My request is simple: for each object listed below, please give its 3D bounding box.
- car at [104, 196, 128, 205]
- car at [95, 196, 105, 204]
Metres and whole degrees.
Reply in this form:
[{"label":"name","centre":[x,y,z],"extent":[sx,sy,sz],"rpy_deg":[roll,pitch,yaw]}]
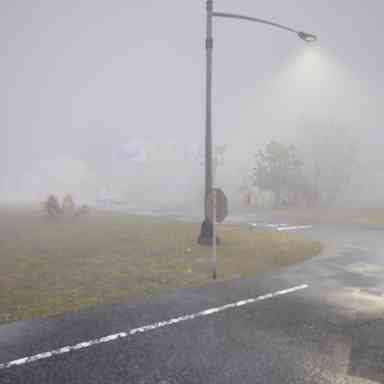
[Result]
[{"label":"car","centre":[-12.425,1.502,55.248],"extent":[1.895,1.301,4.718],"rpy_deg":[0,0,-33]},{"label":"car","centre":[-16.258,1.414,60.927],"extent":[1.812,1.442,4.674],"rpy_deg":[0,0,-34]}]
